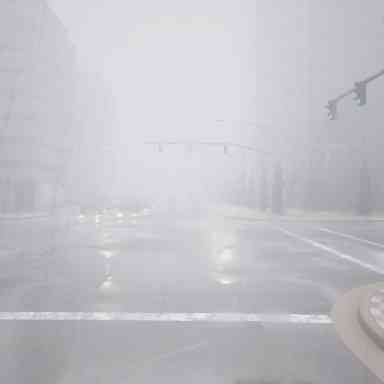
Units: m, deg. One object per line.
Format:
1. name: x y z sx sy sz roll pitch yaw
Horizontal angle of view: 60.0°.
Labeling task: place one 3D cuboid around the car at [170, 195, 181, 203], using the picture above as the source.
1. car: -3.402 1.505 66.718 1.837 1.490 4.892 0 0 0

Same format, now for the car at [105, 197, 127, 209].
1. car: -10.530 1.477 46.481 1.882 1.535 5.008 0 0 0

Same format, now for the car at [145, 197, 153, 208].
1. car: -7.026 1.526 47.107 1.812 1.442 4.674 0 0 0

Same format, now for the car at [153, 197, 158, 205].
1. car: -6.992 1.564 57.672 1.994 1.385 4.181 0 0 1

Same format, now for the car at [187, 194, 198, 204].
1. car: 0.097 1.547 66.143 2.033 1.411 5.357 0 0 0

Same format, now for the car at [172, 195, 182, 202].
1. car: -3.388 1.494 76.045 2.128 1.511 4.902 0 0 0

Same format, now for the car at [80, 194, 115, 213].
1. car: -10.545 1.221 36.780 2.150 2.045 5.566 0 0 0

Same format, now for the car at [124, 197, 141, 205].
1. car: -10.485 1.547 59.224 2.033 1.411 5.357 0 0 0

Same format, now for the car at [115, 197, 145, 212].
1. car: -7.044 1.352 38.123 2.097 1.767 4.553 0 0 0
